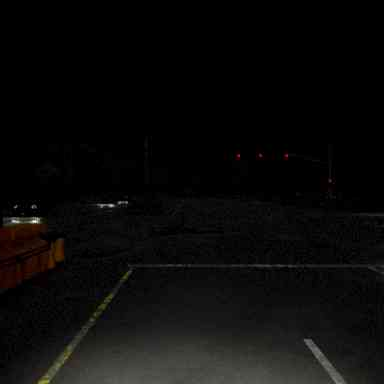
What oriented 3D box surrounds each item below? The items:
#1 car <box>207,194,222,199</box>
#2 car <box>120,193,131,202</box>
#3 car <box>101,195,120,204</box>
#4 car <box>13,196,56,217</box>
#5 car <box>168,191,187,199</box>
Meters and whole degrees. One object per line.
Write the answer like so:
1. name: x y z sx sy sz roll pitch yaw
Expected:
1. car: 6.915 1.146 94.695 2.033 1.411 5.357 0 0 -18
2. car: -13.995 1.074 69.001 2.097 1.767 4.553 0 0 0
3. car: -14.067 1.280 56.440 1.837 1.490 4.892 0 0 0
4. car: -14.091 1.245 29.911 2.097 1.767 4.553 0 0 0
5. car: -4.254 0.822 95.251 2.150 2.045 5.566 0 0 -22
